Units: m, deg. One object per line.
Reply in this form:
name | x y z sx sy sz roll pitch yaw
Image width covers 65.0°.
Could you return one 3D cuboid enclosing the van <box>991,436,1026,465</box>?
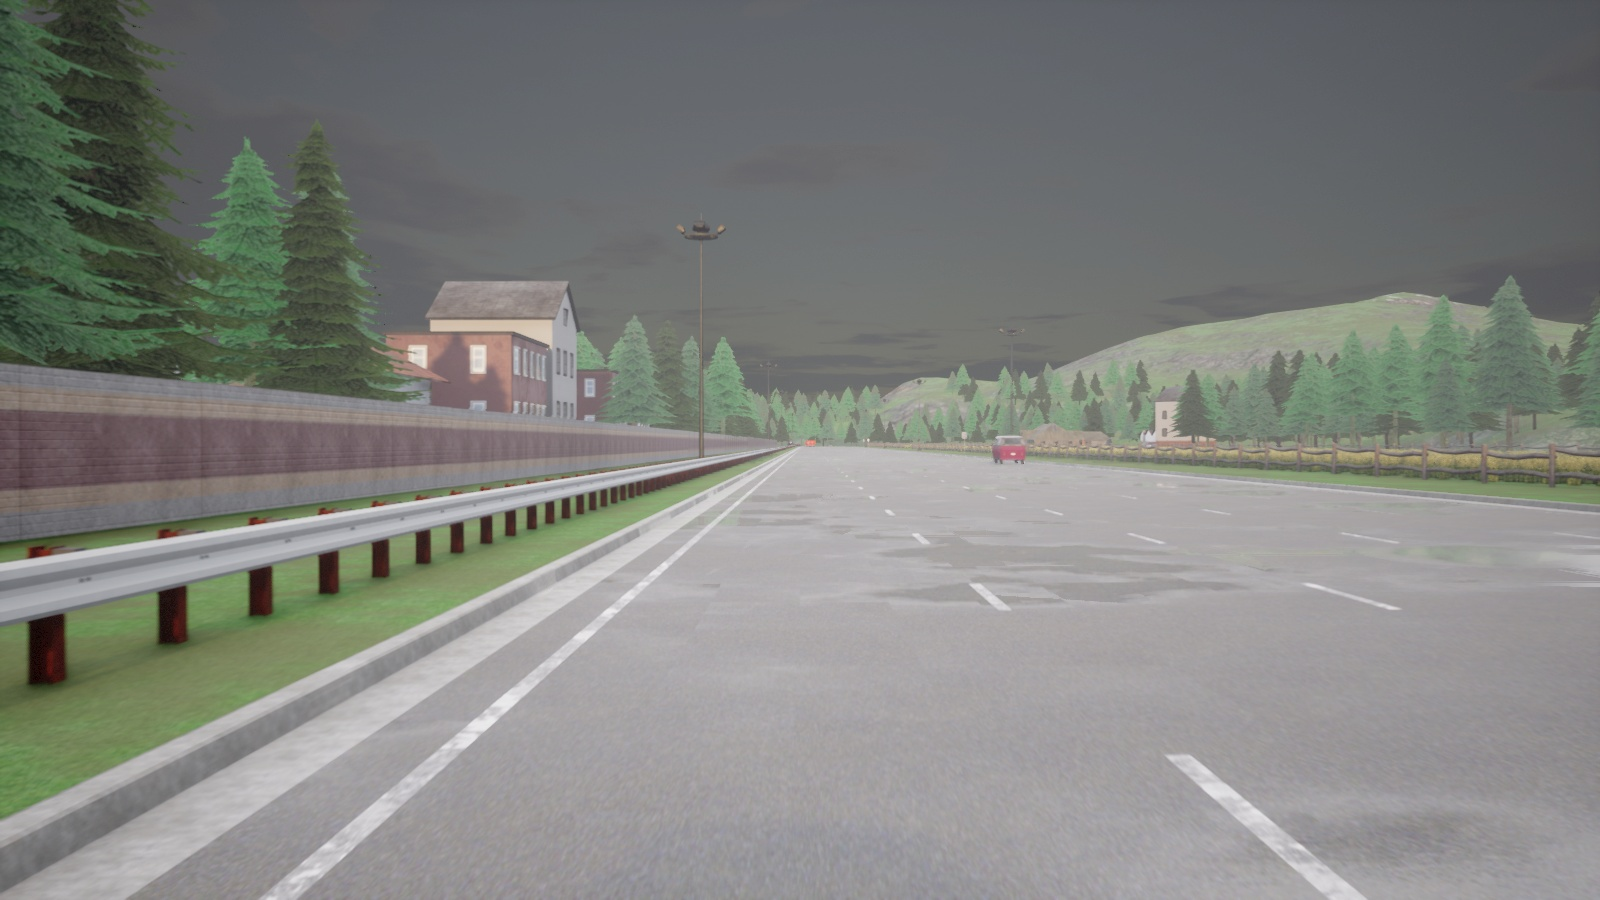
van | 14.522 0.016 87.713 1.775 1.987 4.442 0 0 0
